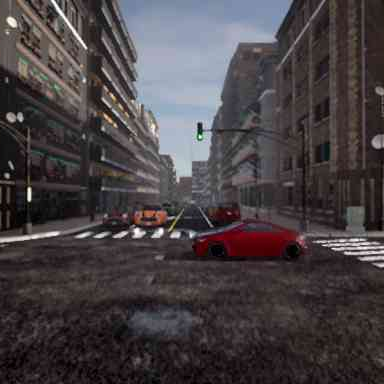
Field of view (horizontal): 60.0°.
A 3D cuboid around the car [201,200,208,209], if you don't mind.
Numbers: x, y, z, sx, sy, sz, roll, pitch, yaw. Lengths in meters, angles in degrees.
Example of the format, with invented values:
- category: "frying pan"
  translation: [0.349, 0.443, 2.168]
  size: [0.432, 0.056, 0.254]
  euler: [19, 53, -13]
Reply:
- category: "car"
  translation: [2.692, 2.246, 48.477]
  size: [1.887, 1.381, 4.507]
  euler: [0, -1, 0]

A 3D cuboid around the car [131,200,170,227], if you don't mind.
- category: "car"
  translation: [-3.101, 1.719, 25.989]
  size: [2.097, 1.767, 4.553]
  euler: [0, -1, 0]

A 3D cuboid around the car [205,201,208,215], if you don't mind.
- category: "car"
  translation: [2.692, 2.062, 37.557]
  size: [1.752, 1.417, 4.829]
  euler: [0, -1, 0]

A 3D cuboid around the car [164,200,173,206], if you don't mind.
- category: "car"
  translation: [-5.687, 2.785, 81.729]
  size: [1.887, 1.381, 4.507]
  euler: [0, -1, 0]

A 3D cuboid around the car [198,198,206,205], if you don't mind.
- category: "car"
  translation: [2.693, 2.742, 92.838]
  size: [2.192, 1.841, 5.009]
  euler: [0, -1, 0]

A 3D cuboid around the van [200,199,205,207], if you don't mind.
- category: "van"
  translation: [2.692, 2.129, 54.026]
  size: [1.690, 1.788, 3.998]
  euler: [0, -1, 0]

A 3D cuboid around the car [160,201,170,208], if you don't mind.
- category: "car"
  translation: [-5.687, 2.601, 70.642]
  size: [1.887, 1.381, 4.507]
  euler: [0, -1, 0]

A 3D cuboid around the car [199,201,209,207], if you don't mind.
- category: "car"
  translation: [2.694, 2.699, 76.200]
  size: [2.008, 1.369, 4.403]
  euler: [0, -1, 0]

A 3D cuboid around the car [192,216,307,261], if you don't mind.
- category: "car"
  translation: [2.096, 1.749, 12.570]
  size: [4.181, 1.385, 1.994]
  euler: [0, -1, 0]

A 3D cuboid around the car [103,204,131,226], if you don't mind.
- category: "car"
  translation: [-5.690, 1.810, 26.299]
  size: [1.967, 1.590, 4.097]
  euler: [0, -1, 0]

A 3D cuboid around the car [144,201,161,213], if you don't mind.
- category: "car"
  translation: [-5.688, 2.142, 48.472]
  size: [1.967, 1.590, 4.097]
  euler: [0, -1, 0]

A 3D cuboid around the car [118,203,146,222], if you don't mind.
- category: "car"
  translation: [-5.689, 1.892, 31.843]
  size: [1.967, 1.590, 4.097]
  euler: [0, -1, 0]

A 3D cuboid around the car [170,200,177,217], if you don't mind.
- category: "car"
  translation: [-3.093, 2.064, 39.194]
  size: [1.837, 1.490, 4.892]
  euler: [0, 0, 0]

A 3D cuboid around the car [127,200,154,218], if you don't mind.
- category: "car"
  translation: [-5.689, 1.850, 37.388]
  size: [2.192, 1.841, 5.009]
  euler: [0, -1, 0]

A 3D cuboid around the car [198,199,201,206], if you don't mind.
- category: "car"
  translation: [2.693, 2.405, 65.112]
  size: [1.967, 1.590, 4.097]
  euler: [0, -1, 0]

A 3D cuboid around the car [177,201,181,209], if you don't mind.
- category: "car"
  translation: [-3.005, 2.403, 60.753]
  size: [1.837, 1.490, 4.892]
  euler: [0, -1, 0]

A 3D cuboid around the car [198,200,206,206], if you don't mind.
- category: "car"
  translation: [2.694, 2.878, 87.289]
  size: [1.887, 1.381, 4.507]
  euler: [0, -1, 0]

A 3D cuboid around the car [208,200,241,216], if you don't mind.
- category: "car"
  translation: [2.691, 1.684, 26.298]
  size: [2.192, 1.841, 5.009]
  euler: [0, -1, 0]

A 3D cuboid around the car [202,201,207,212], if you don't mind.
- category: "car"
  translation: [2.692, 2.183, 42.931]
  size: [1.947, 1.339, 4.313]
  euler: [0, -1, 0]
